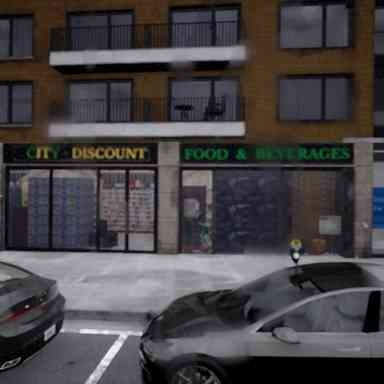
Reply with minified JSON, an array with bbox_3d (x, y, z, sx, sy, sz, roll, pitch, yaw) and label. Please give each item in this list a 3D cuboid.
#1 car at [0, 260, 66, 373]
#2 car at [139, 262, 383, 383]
[{"bbox_3d":[-3.981,1.552,4.451,4.403,1.369,2.008,0,1,6],"label":"car"},{"bbox_3d":[1.577,1.567,3.898,4.313,1.339,1.947,0,1,6],"label":"car"}]
